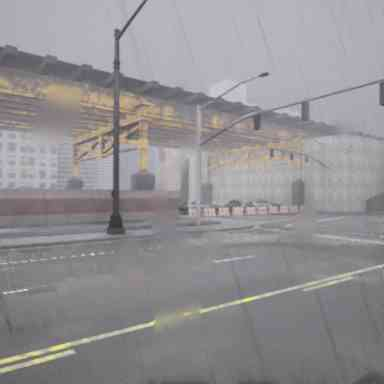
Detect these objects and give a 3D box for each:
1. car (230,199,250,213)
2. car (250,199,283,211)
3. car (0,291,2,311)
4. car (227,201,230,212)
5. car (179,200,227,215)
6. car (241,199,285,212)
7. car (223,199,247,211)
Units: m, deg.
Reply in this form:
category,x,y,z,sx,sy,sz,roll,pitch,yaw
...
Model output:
category,x,y,z,sx,sy,sz,roll,pitch,yaw
car,4.908,1.618,37.649,2.038,1.542,4.974,0,0,18
car,8.772,1.495,41.398,4.536,1.218,1.853,0,0,-7
car,-5.081,1.554,4.675,4.181,1.385,1.994,0,0,-35
car,1.160,1.588,34.969,4.974,1.542,2.038,0,0,8
car,1.109,1.431,34.976,4.536,1.218,1.853,0,0,8
car,8.823,1.653,41.404,4.974,1.542,2.038,0,0,-7
car,4.925,1.461,37.699,1.853,1.218,4.536,0,0,18
